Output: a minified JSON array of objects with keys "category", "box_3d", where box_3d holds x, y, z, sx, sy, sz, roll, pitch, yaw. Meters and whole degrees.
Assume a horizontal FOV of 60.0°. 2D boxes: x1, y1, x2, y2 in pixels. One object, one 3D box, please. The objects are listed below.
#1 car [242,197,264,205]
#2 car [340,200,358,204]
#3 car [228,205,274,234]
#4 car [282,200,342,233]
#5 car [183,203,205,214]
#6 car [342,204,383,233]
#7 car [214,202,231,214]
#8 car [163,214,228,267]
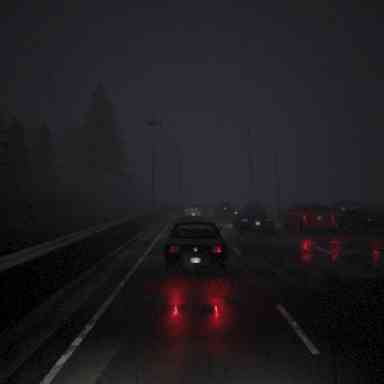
[{"category":"car","box_3d":[7.131,1.733,38.074,1.882,1.535,5.008,0,0,0]},{"category":"car","box_3d":[14.124,1.566,31.344,2.097,1.767,4.553,0,0,0]},{"category":"car","box_3d":[3.615,1.701,20.259,1.994,1.385,4.181,0,0,0]},{"category":"car","box_3d":[7.117,1.493,20.727,2.097,1.767,4.553,0,0,0]},{"category":"car","box_3d":[0.126,1.733,31.164,1.812,1.442,4.674,0,0,0]},{"category":"car","box_3d":[10.615,1.666,20.456,1.812,1.442,4.674,0,0,0]},{"category":"car","box_3d":[3.631,1.822,38.577,1.994,1.385,4.181,0,0,0]},{"category":"car","box_3d":[0.108,1.679,11.705,1.895,1.301,4.718,0,0,0]}]
